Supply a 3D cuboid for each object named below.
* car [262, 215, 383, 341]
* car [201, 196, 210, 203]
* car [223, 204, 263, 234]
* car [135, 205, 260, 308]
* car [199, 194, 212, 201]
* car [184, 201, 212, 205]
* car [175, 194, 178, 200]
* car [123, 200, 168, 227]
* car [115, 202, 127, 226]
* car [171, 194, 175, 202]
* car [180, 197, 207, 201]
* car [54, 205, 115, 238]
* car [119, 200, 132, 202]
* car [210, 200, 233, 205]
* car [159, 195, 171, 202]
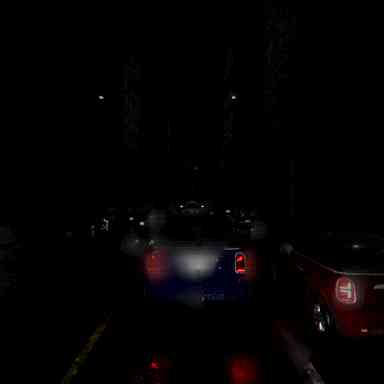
[{"bbox_3d":[2.855,1.440,6.528,1.967,1.590,4.097,0,0,0],"label":"car"},{"bbox_3d":[2.907,1.578,71.203,1.752,1.417,4.829,0,0,0],"label":"car"},{"bbox_3d":[2.856,1.552,17.531,2.008,1.369,4.403,0,0,0],"label":"car"},{"bbox_3d":[0.100,1.352,8.097,2.097,1.767,4.553,0,0,0],"label":"car"},{"bbox_3d":[2.896,1.483,65.624,1.967,1.590,4.097,0,0,0],"label":"car"},{"bbox_3d":[0.098,1.478,17.377,1.882,1.535,5.008,0,0,0],"label":"car"},{"bbox_3d":[-5.576,1.636,92.510,1.752,1.417,4.829,0,0,0],"label":"car"},{"bbox_3d":[-3.056,1.549,23.122,2.033,1.411,5.357,0,0,1],"label":"car"},{"bbox_3d":[-5.669,1.583,23.034,1.802,1.307,4.206,0,0,0],"label":"car"},{"bbox_3d":[-5.607,1.615,76.455,2.008,1.369,4.403,0,0,0],"label":"car"},{"bbox_3d":[0.003,1.459,27.399,1.801,1.575,5.366,0,0,0],"label":"car"},{"bbox_3d":[-5.669,1.566,17.532,1.947,1.339,4.313,0,0,0],"label":"car"},{"bbox_3d":[-5.668,1.443,28.535,1.967,1.590,4.097,0,0,0],"label":"car"},{"bbox_3d":[2.858,1.569,28.534,1.947,1.339,4.313,0,0,0],"label":"car"},{"bbox_3d":[-5.628,1.624,65.638,1.802,1.307,4.206,0,0,0],"label":"car"}]
